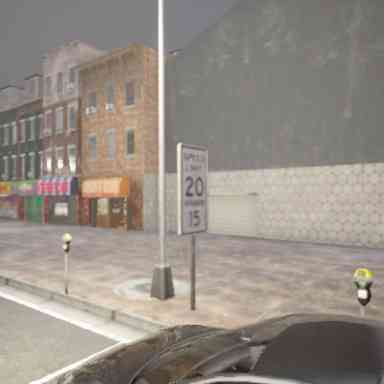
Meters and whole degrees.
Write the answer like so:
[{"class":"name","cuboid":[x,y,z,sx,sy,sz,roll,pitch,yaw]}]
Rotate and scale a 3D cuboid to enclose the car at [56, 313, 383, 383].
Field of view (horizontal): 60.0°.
[{"class":"car","cuboid":[0.810,1.585,2.208,4.313,1.339,1.947,-1,-1,37]}]
